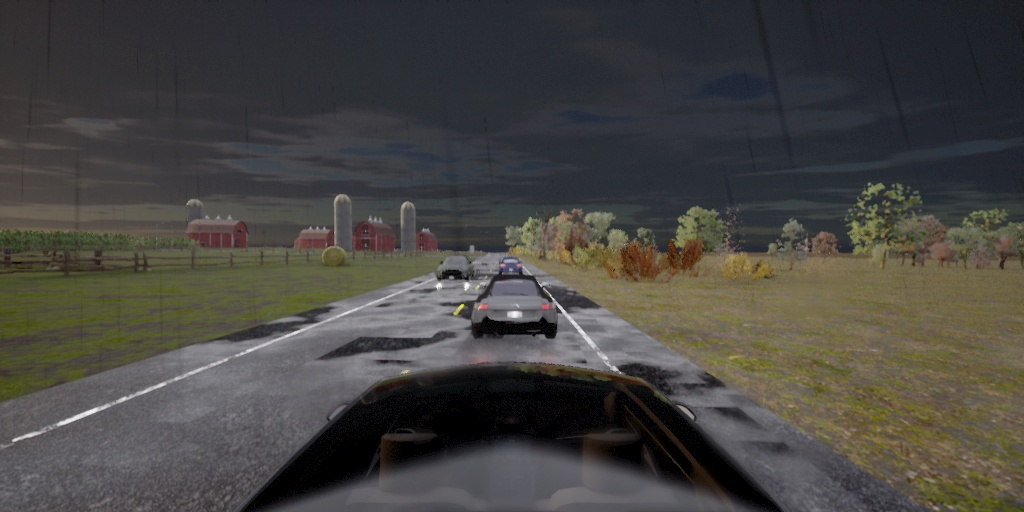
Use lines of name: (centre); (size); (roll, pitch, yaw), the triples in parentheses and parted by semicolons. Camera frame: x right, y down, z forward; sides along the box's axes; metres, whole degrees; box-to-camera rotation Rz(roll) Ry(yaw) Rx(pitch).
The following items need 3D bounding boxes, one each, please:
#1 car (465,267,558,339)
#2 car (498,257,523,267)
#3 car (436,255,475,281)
car: (0.058, 1.179, 9.633); (1.994, 1.385, 4.181); (0, 1, 0)
car: (-0.117, 0.815, 29.023); (1.812, 1.442, 4.674); (0, 1, -1)
car: (-3.761, 0.716, 24.468); (2.097, 1.767, 4.553); (0, 1, -1)
